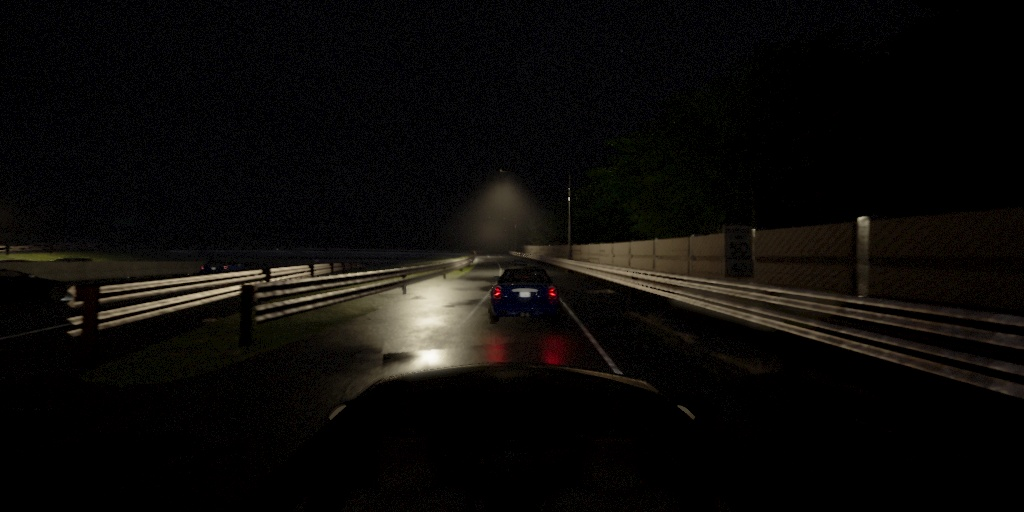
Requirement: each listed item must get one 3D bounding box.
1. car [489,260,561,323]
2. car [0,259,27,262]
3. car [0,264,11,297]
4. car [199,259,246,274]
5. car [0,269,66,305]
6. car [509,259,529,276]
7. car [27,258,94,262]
[{"bbox_3d":[0.426,1.110,12.288,2.097,1.767,4.553,0,0,2],"label":"car"},{"bbox_3d":[-43.922,1.052,31.466,1.882,1.535,5.008,1,-1,-19],"label":"car"},{"bbox_3d":[-22.614,1.066,13.604,1.812,1.442,4.674,1,-1,-19],"label":"car"},{"bbox_3d":[-25.195,1.080,31.433,2.097,1.767,4.553,1,-1,-19],"label":"car"},{"bbox_3d":[-18.620,1.140,12.758,1.994,1.385,4.181,1,-1,-19],"label":"car"},{"bbox_3d":[0.619,1.082,35.976,1.812,1.442,4.674,0,1,-1],"label":"car"},{"bbox_3d":[-40.746,0.976,32.988,2.097,1.767,4.553,1,-1,-19],"label":"car"}]
